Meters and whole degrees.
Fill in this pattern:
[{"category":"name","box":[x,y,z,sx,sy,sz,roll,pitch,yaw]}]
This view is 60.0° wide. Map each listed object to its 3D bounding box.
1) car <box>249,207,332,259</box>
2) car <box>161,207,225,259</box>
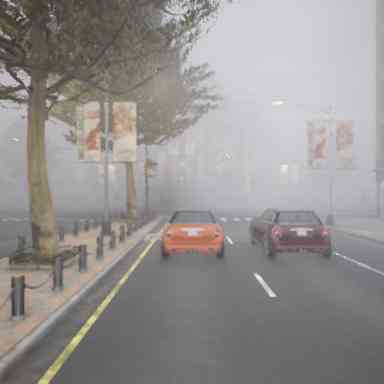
[{"category":"car","box":[3.545,1.348,12.791,2.097,1.767,4.553,0,0,1]},{"category":"car","box":[0.045,1.348,12.787,2.097,1.767,4.553,0,0,1]}]
